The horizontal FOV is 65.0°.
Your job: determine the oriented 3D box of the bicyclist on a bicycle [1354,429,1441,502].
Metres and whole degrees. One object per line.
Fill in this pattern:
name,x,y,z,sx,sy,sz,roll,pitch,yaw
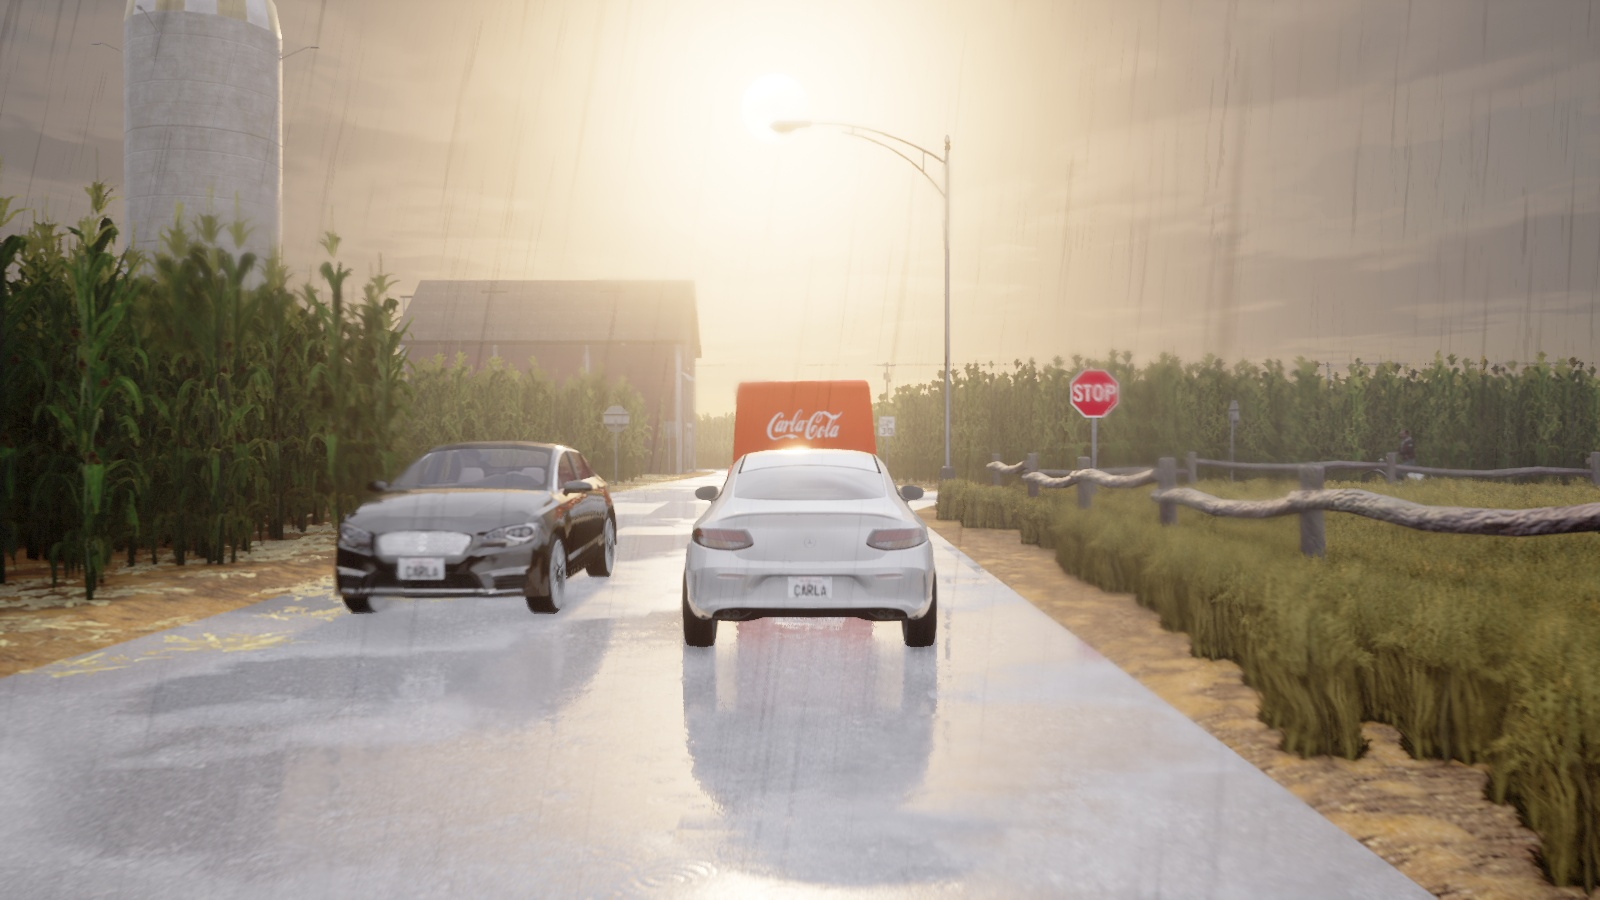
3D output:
bicyclist on a bicycle,14.984,0.382,31.499,1.843,1.776,0.659,1,0,1

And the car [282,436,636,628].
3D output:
car,-3.010,0.624,12.362,2.128,1.511,4.902,0,1,0

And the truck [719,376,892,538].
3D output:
truck,0.130,0.080,22.001,2.627,2.467,5.204,-1,1,1

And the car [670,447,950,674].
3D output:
car,0.078,0.712,10.478,1.812,1.442,4.674,0,1,0
